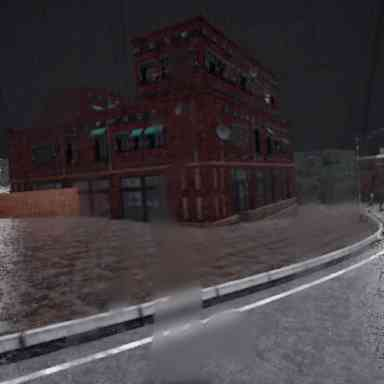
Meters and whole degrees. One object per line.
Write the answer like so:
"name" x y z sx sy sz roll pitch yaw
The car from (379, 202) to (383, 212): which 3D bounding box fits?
"car" 27.950 2.166 47.575 1.994 1.385 4.181 -3 -2 27
